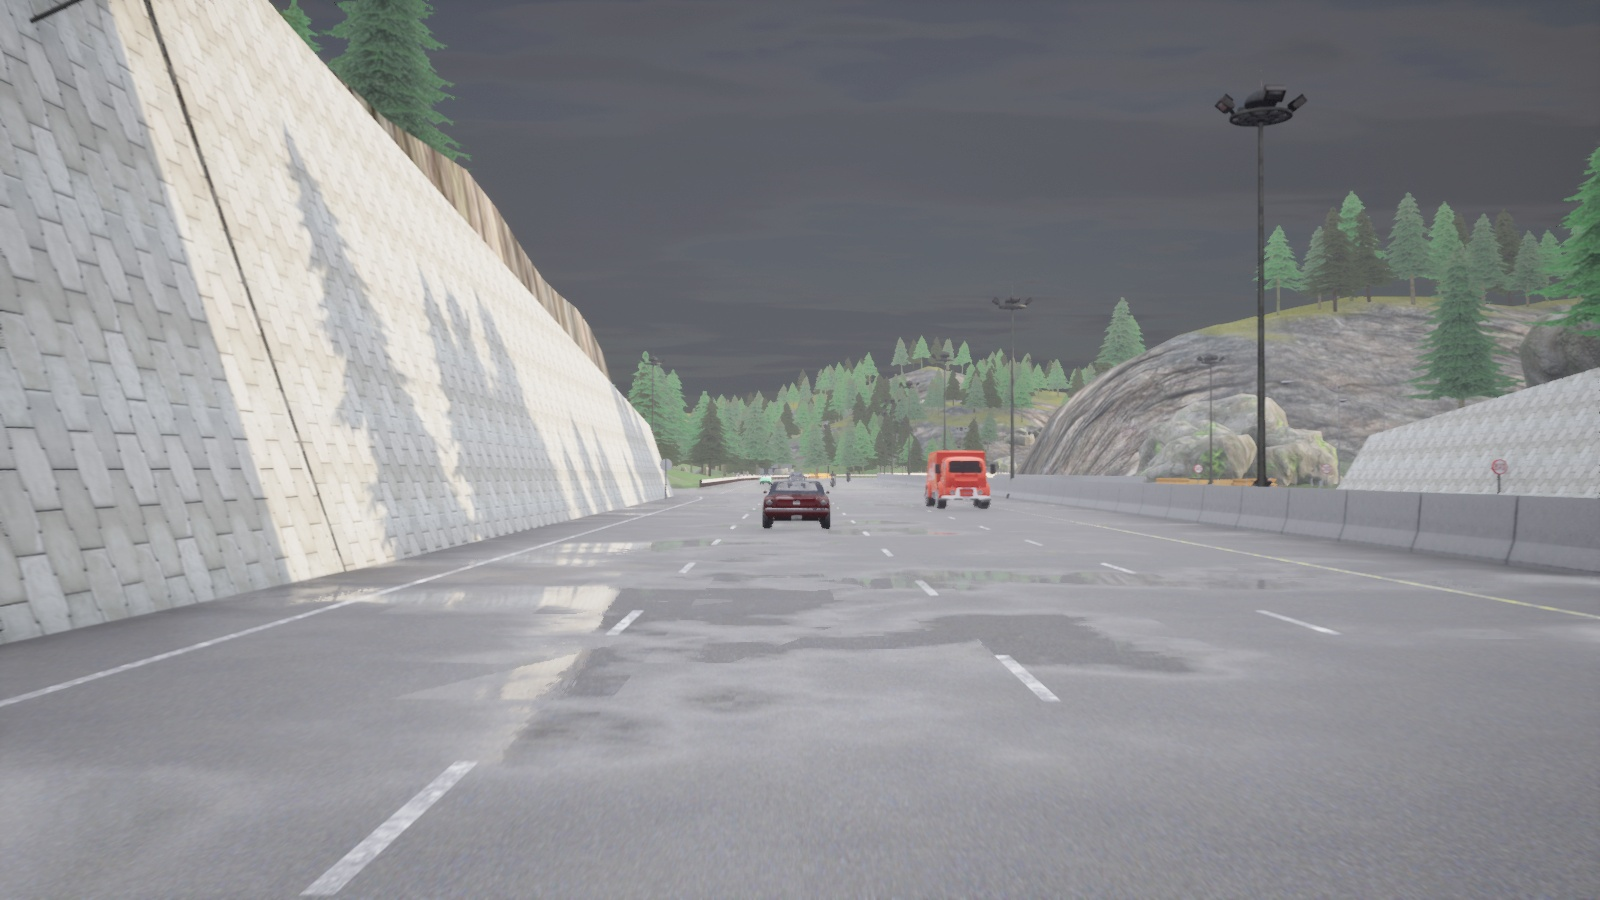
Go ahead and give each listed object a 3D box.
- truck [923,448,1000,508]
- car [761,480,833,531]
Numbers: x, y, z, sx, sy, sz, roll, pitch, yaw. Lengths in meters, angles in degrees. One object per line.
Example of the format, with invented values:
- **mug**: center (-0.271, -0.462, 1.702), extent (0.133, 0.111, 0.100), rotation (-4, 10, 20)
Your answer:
- **truck**: center (6.866, 1.210, 54.143), extent (2.627, 2.467, 5.204), rotation (0, -1, 0)
- **car**: center (-0.086, 1.505, 35.245), extent (1.895, 1.301, 4.718), rotation (0, -1, 0)
